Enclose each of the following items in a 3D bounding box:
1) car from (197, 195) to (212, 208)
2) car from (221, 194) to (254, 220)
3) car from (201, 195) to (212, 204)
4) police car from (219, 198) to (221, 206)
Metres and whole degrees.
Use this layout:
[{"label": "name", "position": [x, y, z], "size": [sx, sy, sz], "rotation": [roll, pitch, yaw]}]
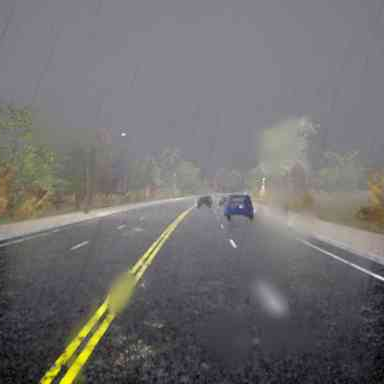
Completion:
[{"label": "car", "position": [1.770, 1.453, 47.398], "size": [1.837, 1.490, 4.892], "rotation": [0, 0, 4]}, {"label": "car", "position": [3.933, 1.214, 28.375], "size": [2.150, 2.045, 5.566], "rotation": [0, 0, 3]}, {"label": "car", "position": [2.745, 1.415, 61.435], "size": [1.837, 1.490, 4.892], "rotation": [0, 0, 5]}, {"label": "police car", "position": [5.291, 1.435, 52.729], "size": [2.038, 1.542, 4.974], "rotation": [0, 0, 4]}]
